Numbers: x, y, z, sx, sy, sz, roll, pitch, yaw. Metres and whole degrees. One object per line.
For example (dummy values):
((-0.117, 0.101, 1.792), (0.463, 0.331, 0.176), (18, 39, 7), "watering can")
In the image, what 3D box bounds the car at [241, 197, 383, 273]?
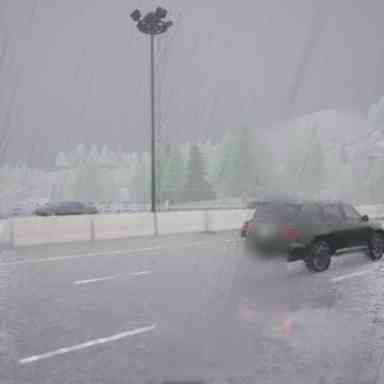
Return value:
((4.279, 1.282, 11.103), (5.566, 2.045, 2.150), (1, 0, -36), "car")

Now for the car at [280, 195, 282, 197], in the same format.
((8.534, 1.163, 35.773), (5.566, 2.045, 2.150), (1, 0, -36), "car")

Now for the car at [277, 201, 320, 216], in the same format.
((10.591, 1.578, 32.941), (4.181, 1.385, 1.994), (1, 0, -36), "car")

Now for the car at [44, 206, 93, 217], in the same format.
((-11.339, 1.601, 30.302), (5.357, 1.411, 2.033), (1, 0, -36), "car")

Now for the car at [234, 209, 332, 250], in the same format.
((4.300, 1.609, 15.421), (4.674, 1.442, 1.812), (1, 0, -36), "car")
